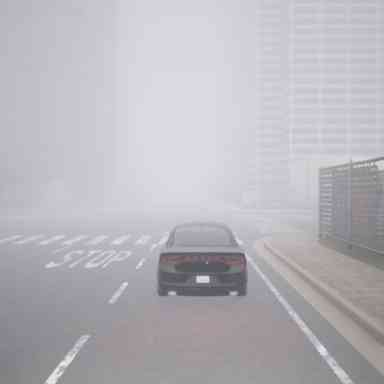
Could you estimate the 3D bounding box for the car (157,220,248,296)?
[{"bbox_3d":[0.231,1.468,8.641,1.882,1.535,5.008,0,0,1],"label":"car"}]
